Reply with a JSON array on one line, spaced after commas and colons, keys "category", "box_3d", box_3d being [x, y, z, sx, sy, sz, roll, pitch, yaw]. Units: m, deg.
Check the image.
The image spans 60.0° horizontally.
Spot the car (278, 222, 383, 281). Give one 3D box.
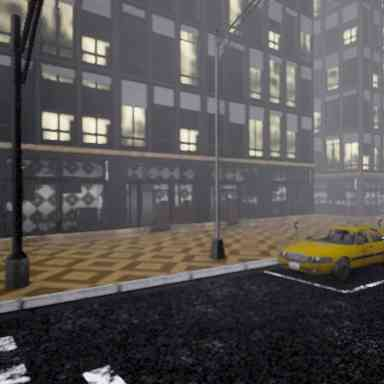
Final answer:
[{"category": "car", "box_3d": [4.621, 1.606, 10.051, 4.829, 1.417, 1.752, 1, -1, -36]}]
